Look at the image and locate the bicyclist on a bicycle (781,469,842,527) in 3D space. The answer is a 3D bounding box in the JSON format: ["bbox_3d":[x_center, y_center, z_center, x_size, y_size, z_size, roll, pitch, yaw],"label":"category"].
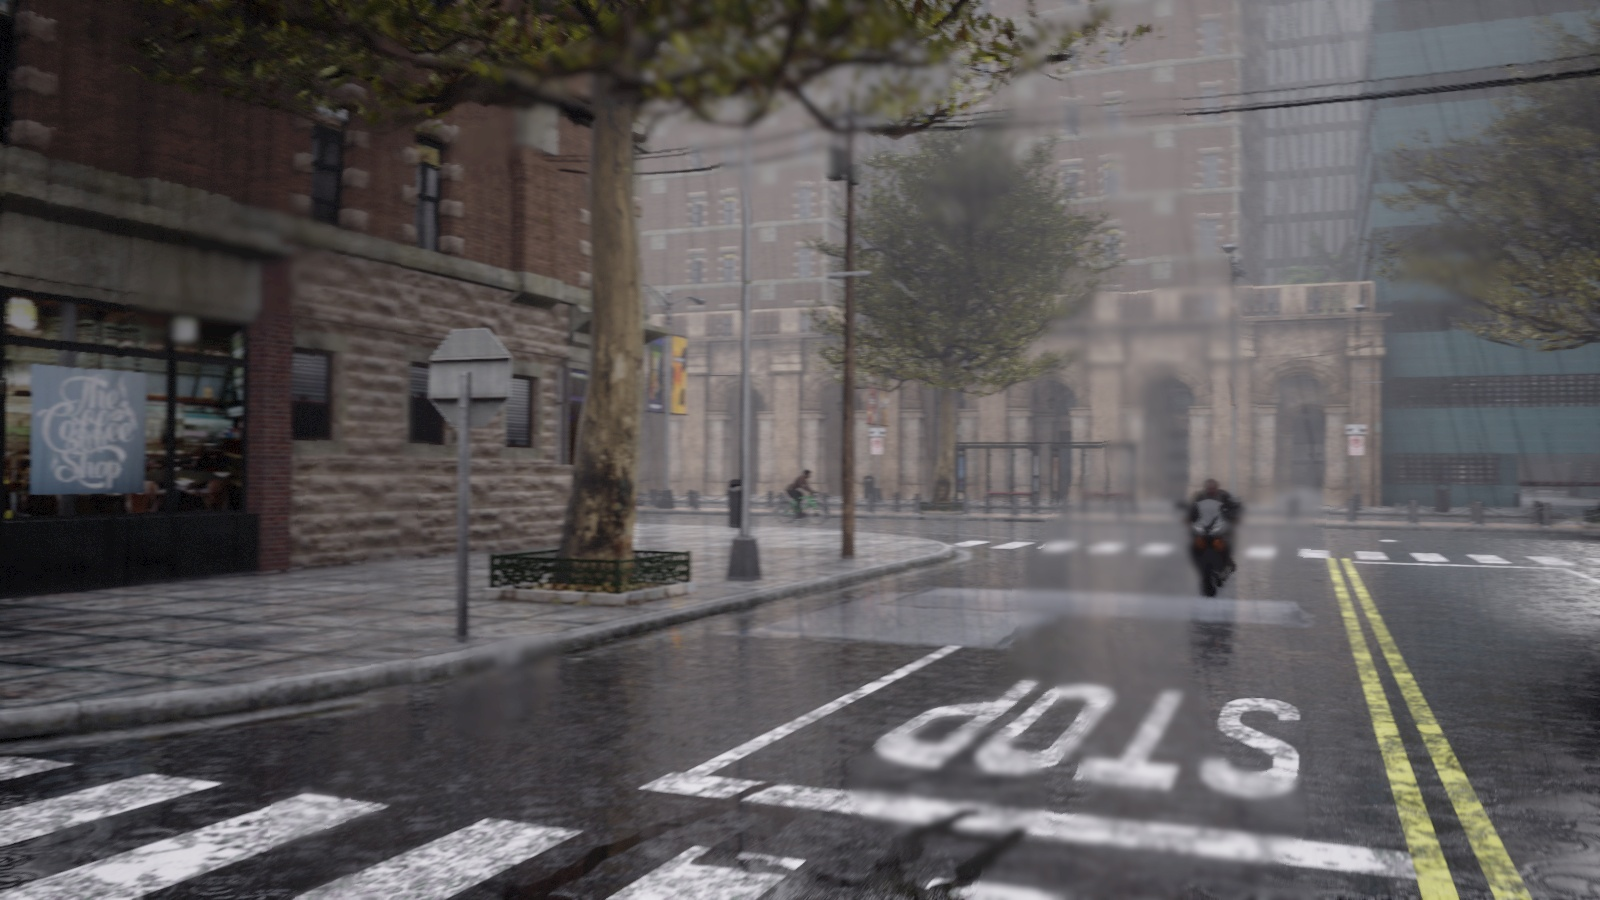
[{"bbox_3d":[0.339,1.388,36.541,1.656,1.620,0.582,0,0,23],"label":"bicyclist on a bicycle"}]

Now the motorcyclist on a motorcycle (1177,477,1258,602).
[{"bbox_3d":[5.582,1.130,16.706,0.866,1.530,2.191,0,-1,22],"label":"motorcyclist on a motorcycle"}]
